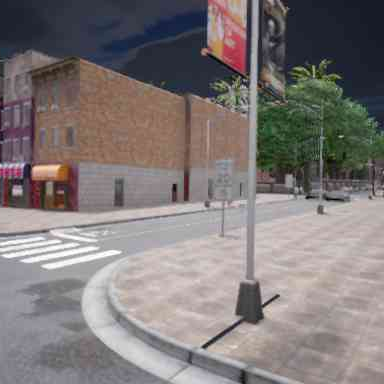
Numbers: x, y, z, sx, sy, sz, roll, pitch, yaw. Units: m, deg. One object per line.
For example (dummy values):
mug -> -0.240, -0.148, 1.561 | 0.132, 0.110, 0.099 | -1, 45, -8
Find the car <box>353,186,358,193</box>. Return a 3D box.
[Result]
car -> 33.067, -0.508, 70.446 | 2.008, 1.369, 4.403 | 3, 3, 35

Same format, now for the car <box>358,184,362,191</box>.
car -> 36.222, -0.611, 74.889 | 1.947, 1.339, 4.313 | 3, 3, 35

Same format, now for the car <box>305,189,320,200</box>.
car -> 15.843, 0.293, 41.830 | 2.033, 1.411, 5.357 | 2, 2, 36

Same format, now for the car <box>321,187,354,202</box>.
car -> 16.918, 0.419, 38.569 | 1.994, 1.385, 4.181 | 2, 2, 36

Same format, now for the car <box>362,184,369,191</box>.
car -> 42.531, -0.823, 83.776 | 1.802, 1.307, 4.206 | 3, 3, 35
